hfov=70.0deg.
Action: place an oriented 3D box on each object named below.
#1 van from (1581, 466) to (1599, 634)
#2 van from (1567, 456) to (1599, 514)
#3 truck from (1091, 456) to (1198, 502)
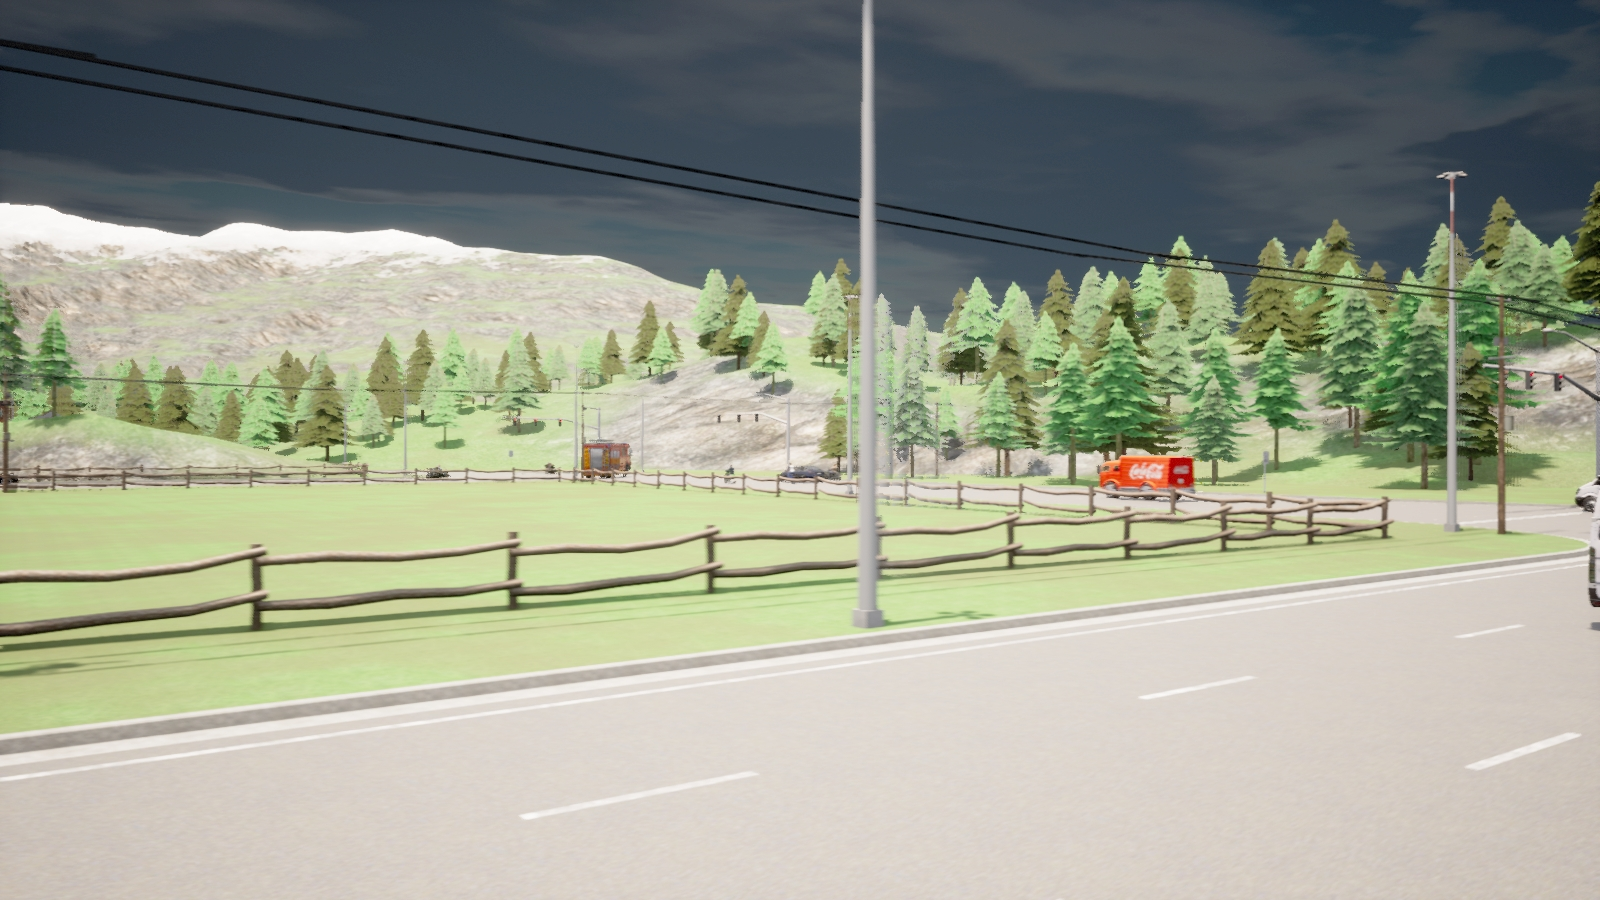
[{"bbox_3d":[15.140,1.535,18.650,5.915,2.561,1.988,0,0,-35],"label":"van"},{"bbox_3d":[36.511,1.535,49.018,1.988,2.561,5.915,0,0,-20],"label":"van"},{"bbox_3d":[19.259,1.568,64.082,2.627,2.467,5.204,0,0,-34],"label":"truck"}]
